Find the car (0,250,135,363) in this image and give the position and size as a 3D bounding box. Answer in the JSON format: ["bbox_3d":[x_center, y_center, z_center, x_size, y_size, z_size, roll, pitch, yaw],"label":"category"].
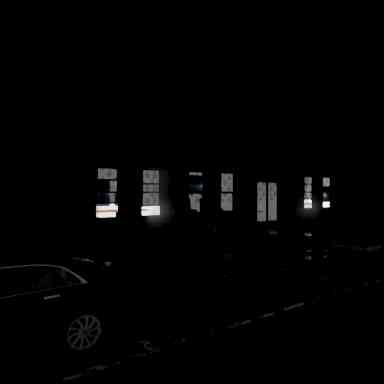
[{"bbox_3d":[-2.945,1.551,4.458,4.403,1.369,2.008,0,0,-35],"label":"car"}]

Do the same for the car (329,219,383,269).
[{"bbox_3d":[6.329,1.581,11.061,4.206,1.307,1.802,0,0,-35],"label":"car"}]
